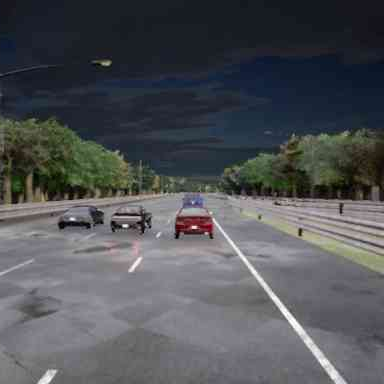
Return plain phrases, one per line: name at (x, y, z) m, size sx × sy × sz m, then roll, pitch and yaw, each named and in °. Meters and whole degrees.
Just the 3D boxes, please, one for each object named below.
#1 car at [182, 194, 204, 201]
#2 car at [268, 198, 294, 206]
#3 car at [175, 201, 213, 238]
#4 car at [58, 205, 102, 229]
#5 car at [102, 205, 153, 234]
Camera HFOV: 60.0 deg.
car at (0.094, 1.238, 37.037) m, size 2.150 × 2.045 × 5.566 m, roll 0°, pitch 0°, yaw 0°
car at (12.351, 1.592, 46.482) m, size 1.882 × 1.535 × 5.008 m, roll 0°, pitch 0°, yaw -14°
car at (0.098, 1.484, 17.858) m, size 1.882 × 1.535 × 5.008 m, roll 0°, pitch 0°, yaw 0°
car at (-6.910, 1.534, 21.244) m, size 1.994 × 1.385 × 4.181 m, roll 0°, pitch 0°, yaw 0°
car at (-3.392, 1.491, 19.370) m, size 2.128 × 1.511 × 4.902 m, roll 1°, pitch 0°, yaw 0°
